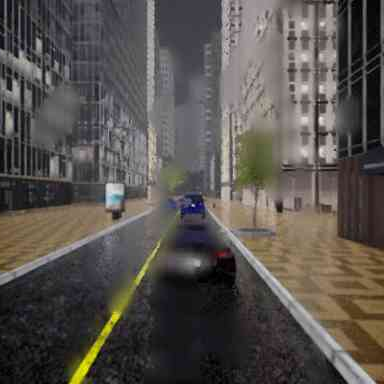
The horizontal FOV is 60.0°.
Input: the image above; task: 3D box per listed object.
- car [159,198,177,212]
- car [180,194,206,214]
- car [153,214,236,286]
[{"bbox_3d":[-2.847,1.470,39.703,1.882,1.535,5.008,0,0,0],"label":"car"},{"bbox_3d":[0.092,1.211,30.298,2.150,2.045,5.566,0,0,0],"label":"car"},{"bbox_3d":[0.072,1.552,9.411,1.994,1.385,4.181,0,0,0],"label":"car"}]
